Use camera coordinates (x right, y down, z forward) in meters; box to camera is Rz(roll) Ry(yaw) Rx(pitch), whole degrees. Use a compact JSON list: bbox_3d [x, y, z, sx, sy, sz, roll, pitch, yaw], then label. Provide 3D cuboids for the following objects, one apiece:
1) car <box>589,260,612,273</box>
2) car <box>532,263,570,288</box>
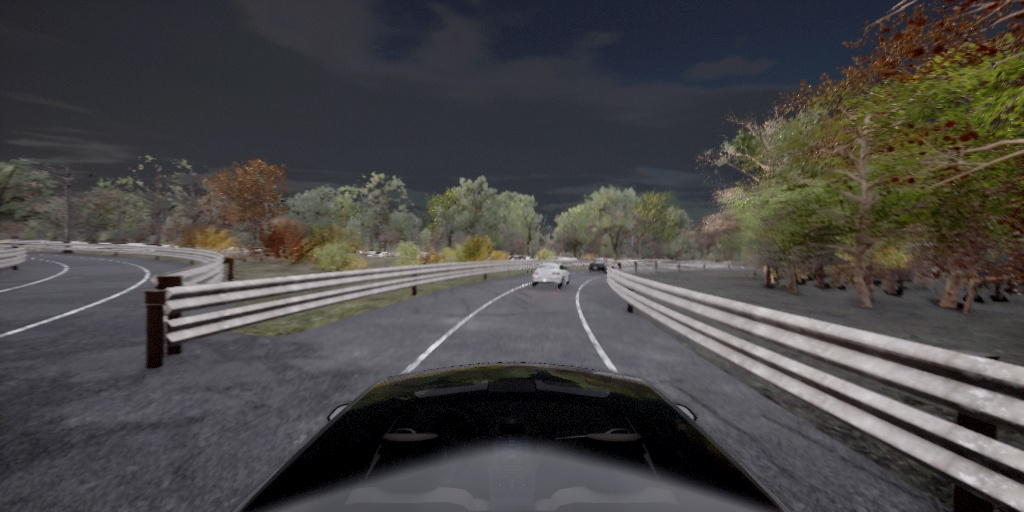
[{"bbox_3d":[10.732,1.224,42.728,1.882,1.535,5.008,1,0,31],"label":"car"},{"bbox_3d":[2.572,1.171,22.947,1.812,1.442,4.674,1,0,17],"label":"car"}]
